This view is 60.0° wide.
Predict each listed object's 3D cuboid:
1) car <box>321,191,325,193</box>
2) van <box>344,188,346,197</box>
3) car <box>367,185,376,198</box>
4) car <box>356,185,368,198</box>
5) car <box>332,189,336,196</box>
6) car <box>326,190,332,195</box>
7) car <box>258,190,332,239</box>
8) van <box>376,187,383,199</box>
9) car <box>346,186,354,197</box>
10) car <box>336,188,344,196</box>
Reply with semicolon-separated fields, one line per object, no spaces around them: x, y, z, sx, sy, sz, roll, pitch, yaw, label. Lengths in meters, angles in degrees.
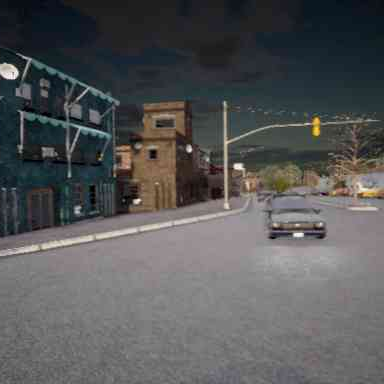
32.335;0.153;74.197;5.008;1.535;2.097;0;-1;-9;car
28.976;-0.137;56.615;4.442;1.987;1.878;0;0;-9;van
27.104;0.156;44.962;5.366;1.575;1.946;0;0;-10;car
28.010;0.115;50.781;5.008;1.535;2.097;0;1;-9;car
30.747;-0.031;65.421;4.553;1.767;2.185;0;0;-9;car
31.075;0.103;68.305;5.366;1.575;1.946;0;0;-9;car
3.776;0.811;12.939;2.033;1.411;5.357;-1;3;11;car
26.266;-0.044;41.973;4.442;1.987;1.878;0;1;-10;van
28.574;-0.154;53.717;5.566;2.045;2.435;0;0;-9;car
29.604;-0.167;59.553;5.566;2.045;2.435;0;0;-9;car
